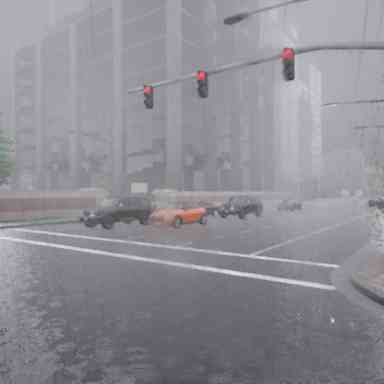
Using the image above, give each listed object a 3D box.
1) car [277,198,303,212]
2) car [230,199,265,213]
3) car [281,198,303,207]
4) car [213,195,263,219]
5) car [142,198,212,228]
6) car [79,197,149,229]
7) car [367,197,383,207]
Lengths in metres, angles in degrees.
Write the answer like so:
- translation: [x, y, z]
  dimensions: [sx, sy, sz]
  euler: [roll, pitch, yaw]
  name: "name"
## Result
- translation: [12.026, 1.629, 40.886]
  dimensions: [1.812, 1.442, 4.674]
  euler: [-1, 0, 36]
  name: "car"
- translation: [6.698, 1.620, 39.506]
  dimensions: [2.128, 1.511, 4.902]
  euler: [-1, 0, 36]
  name: "car"
- translation: [15.557, 1.642, 51.623]
  dimensions: [1.895, 1.301, 4.718]
  euler: [-1, 0, 36]
  name: "car"
- translation: [4.569, 1.326, 30.589]
  dimensions: [2.150, 2.045, 5.566]
  euler: [-1, 0, 36]
  name: "car"
- translation: [-0.922, 1.456, 22.983]
  dimensions: [2.097, 1.767, 4.553]
  euler: [-1, 0, 36]
  name: "car"
- translation: [-5.091, 1.352, 23.192]
  dimensions: [2.150, 2.045, 5.566]
  euler: [-1, 0, 36]
  name: "car"
- translation: [28.427, 1.575, 51.345]
  dimensions: [1.812, 1.442, 4.674]
  euler: [-1, 0, 36]
  name: "car"
